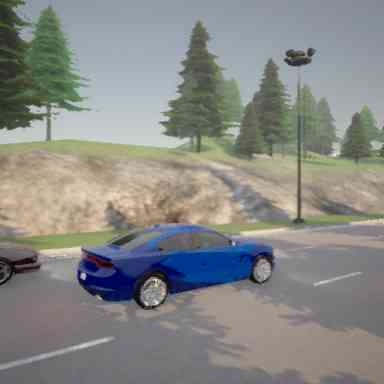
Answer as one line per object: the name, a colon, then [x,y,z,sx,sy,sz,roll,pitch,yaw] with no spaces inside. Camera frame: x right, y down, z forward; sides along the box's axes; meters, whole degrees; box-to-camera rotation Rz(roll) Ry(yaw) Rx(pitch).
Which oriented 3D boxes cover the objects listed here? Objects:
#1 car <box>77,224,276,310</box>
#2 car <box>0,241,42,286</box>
car: [-0.115,1.498,7.961,5.008,1.535,1.882,0,0,-36]
car: [-6.484,1.555,7.669,5.357,1.411,2.033,0,0,-36]
